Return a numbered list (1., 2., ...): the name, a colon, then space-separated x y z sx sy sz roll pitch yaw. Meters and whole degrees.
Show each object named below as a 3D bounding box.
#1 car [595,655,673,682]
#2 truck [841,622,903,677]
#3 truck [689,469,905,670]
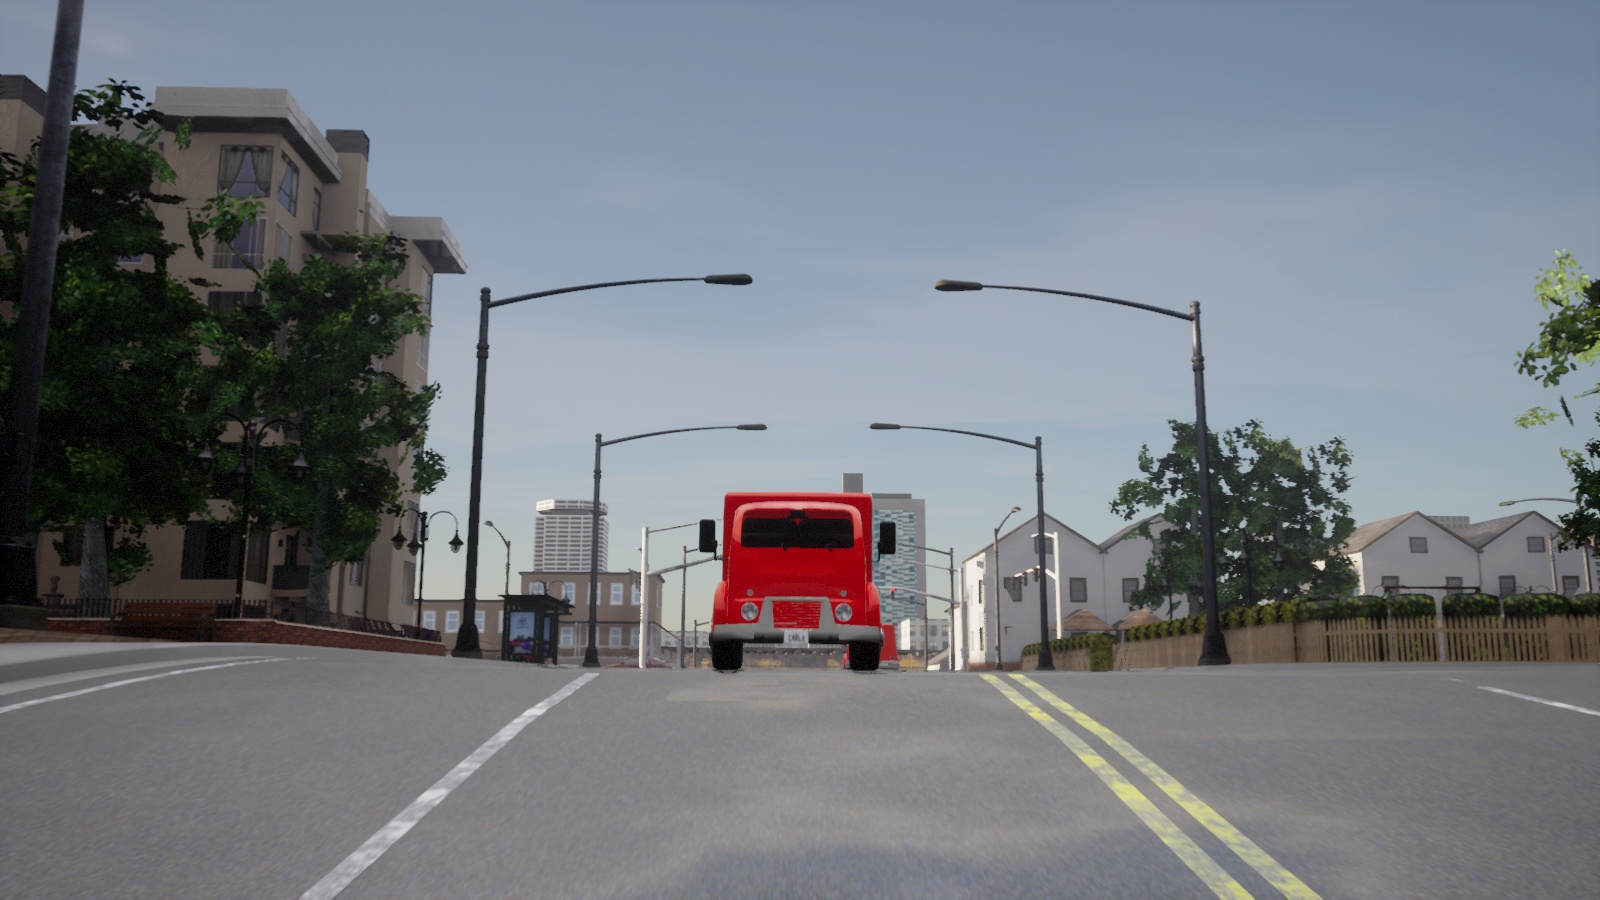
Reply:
1. car: -10.465 13.859 79.507 4.674 1.442 1.812 -3 -11 -1
2. truck: 3.380 9.622 60.170 2.627 2.467 5.204 0 -11 0
3. truck: -0.040 1.903 18.033 2.627 2.467 5.204 0 -10 0
